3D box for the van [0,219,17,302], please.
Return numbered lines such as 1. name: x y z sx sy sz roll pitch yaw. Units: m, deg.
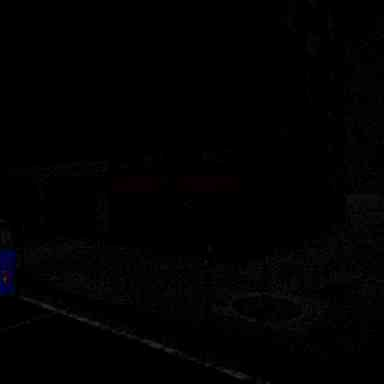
1. van: -5.293 1.340 6.864 3.998 1.788 1.690 0 0 36
